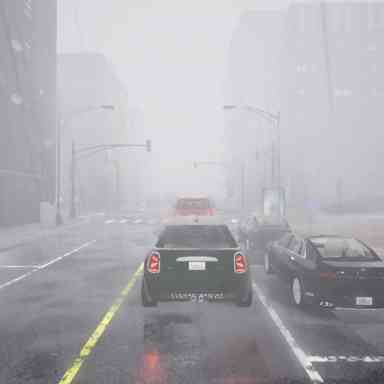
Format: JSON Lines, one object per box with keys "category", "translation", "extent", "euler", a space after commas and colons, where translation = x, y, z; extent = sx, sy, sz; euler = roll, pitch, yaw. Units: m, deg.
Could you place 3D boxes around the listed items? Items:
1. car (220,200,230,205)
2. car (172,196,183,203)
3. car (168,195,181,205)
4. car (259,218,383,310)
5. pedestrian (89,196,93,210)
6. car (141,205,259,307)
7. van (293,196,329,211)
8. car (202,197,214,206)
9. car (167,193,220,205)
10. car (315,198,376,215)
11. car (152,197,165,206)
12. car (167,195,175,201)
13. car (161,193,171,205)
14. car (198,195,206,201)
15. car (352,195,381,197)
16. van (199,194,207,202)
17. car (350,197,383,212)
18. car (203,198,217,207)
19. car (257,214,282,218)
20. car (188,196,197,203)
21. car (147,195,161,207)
{"category": "car", "translation": [2.393, 1.574, 38.915], "extent": [4.674, 1.442, 1.812], "euler": [-1, 0, 42]}
{"category": "car", "translation": [-3.023, 1.553, 70.725], "extent": [2.128, 1.511, 4.902], "euler": [0, 0, 0]}
{"category": "car", "translation": [-3.088, 1.375, 60.655], "extent": [2.097, 1.767, 4.553], "euler": [0, 0, 0]}
{"category": "car", "translation": [2.828, 1.553, 7.634], "extent": [2.008, 1.369, 4.403], "euler": [1, 0, 0]}
{"category": "pedestrian", "translation": [-12.542, 1.348, 41.356], "extent": [0.375, 1.860, 0.375], "euler": [0, 0, 0]}
{"category": "car", "translation": [0.098, 1.354, 8.130], "extent": [2.097, 1.767, 4.553], "euler": [0, 0, 0]}
{"category": "van", "translation": [13.752, 1.296, 38.220], "extent": [3.998, 1.788, 1.690], "euler": [0, 0, 0]}
{"category": "car", "translation": [2.683, 1.603, 56.967], "extent": [1.802, 1.307, 4.206], "euler": [1, 0, 0]}
{"category": "car", "translation": [0.082, 1.228, 17.601], "extent": [2.150, 2.045, 5.566], "euler": [0, 0, 0]}
{"category": "car", "translation": [13.694, 1.413, 29.838], "extent": [4.206, 1.307, 1.802], "euler": [0, 0, 0]}
{"category": "car", "translation": [-5.697, 1.566, 57.005], "extent": [1.887, 1.381, 4.507], "euler": [1, 0, 0]}
{"category": "car", "translation": [-5.708, 1.603, 90.431], "extent": [1.947, 1.339, 4.313], "euler": [1, 0, 0]}
{"category": "car", "translation": [-3.137, 1.240, 51.086], "extent": [2.150, 2.045, 5.566], "euler": [0, 0, 0]}
{"category": "car", "translation": [2.672, 1.582, 90.394], "extent": [1.887, 1.381, 4.507], "euler": [1, 0, 0]}
{"category": "car", "translation": [19.279, 1.228, 38.182], "extent": [5.009, 1.841, 2.192], "euler": [0, 0, 0]}
{"category": "van", "translation": [2.678, 1.373, 79.253], "extent": [1.690, 1.788, 3.998], "euler": [1, 0, 0]}
{"category": "car", "translation": [18.511, 1.481, 35.602], "extent": [4.718, 1.301, 1.895], "euler": [0, -1, 0]}
{"category": "car", "translation": [2.684, 1.585, 51.396], "extent": [1.947, 1.339, 4.313], "euler": [1, 0, 0]}
{"category": "car", "translation": [2.826, 1.555, 13.204], "extent": [2.008, 1.369, 4.403], "euler": [1, 0, 0]}
{"category": "car", "translation": [0.079, 1.532, 69.767], "extent": [1.837, 1.490, 4.892], "euler": [0, 0, 0]}
{"category": "car", "translation": [-5.692, 1.334, 51.434], "extent": [2.192, 1.841, 5.009], "euler": [1, 0, 0]}
